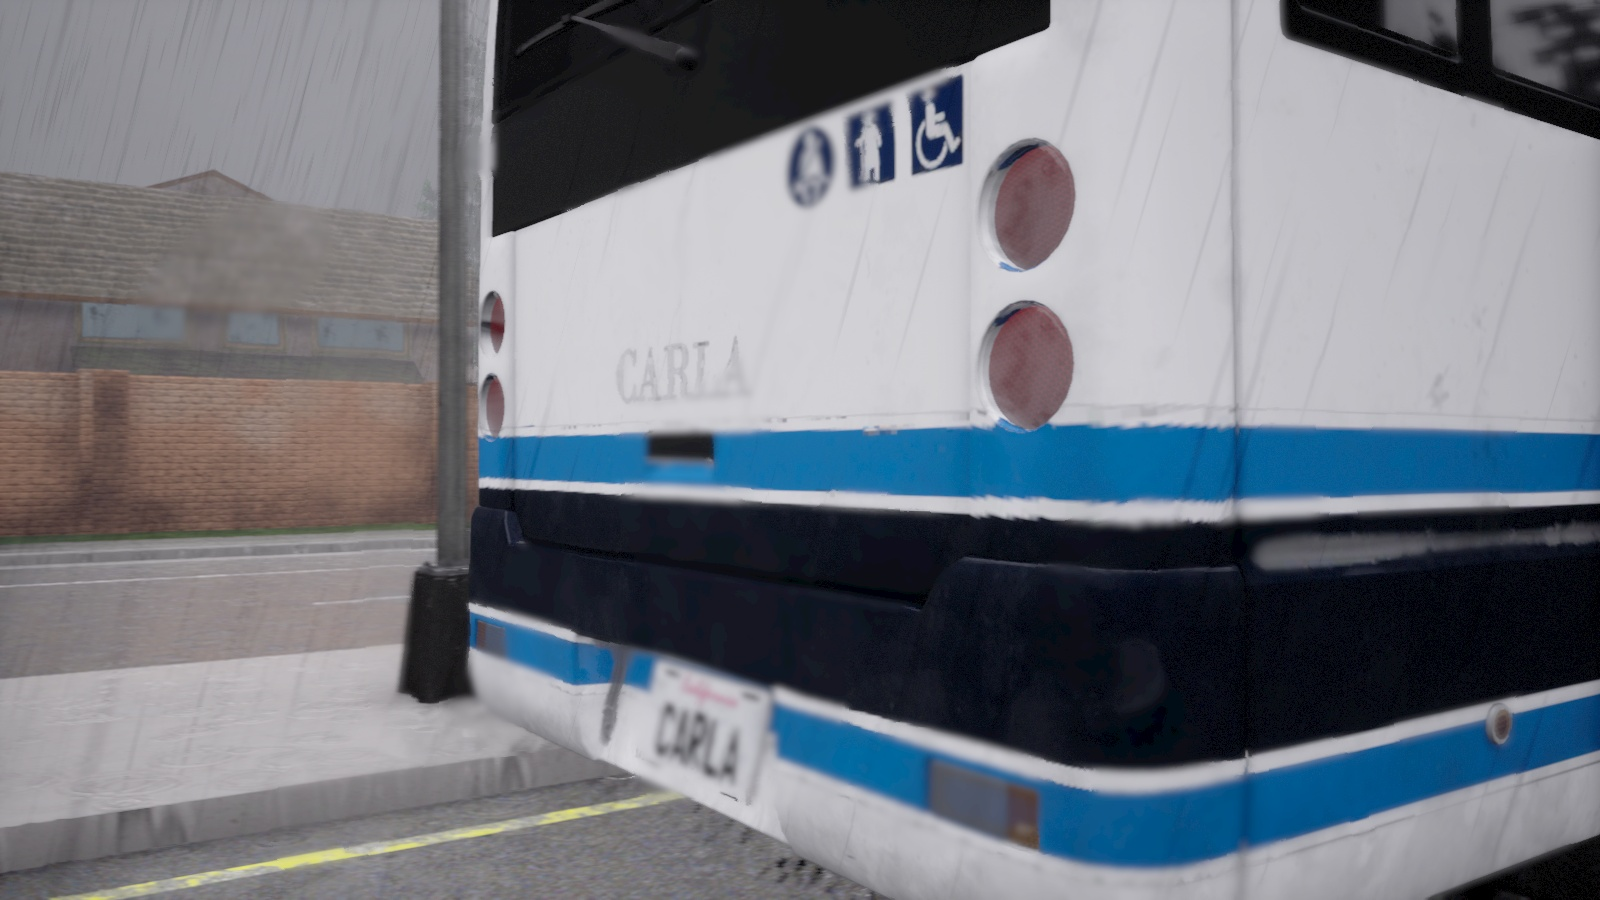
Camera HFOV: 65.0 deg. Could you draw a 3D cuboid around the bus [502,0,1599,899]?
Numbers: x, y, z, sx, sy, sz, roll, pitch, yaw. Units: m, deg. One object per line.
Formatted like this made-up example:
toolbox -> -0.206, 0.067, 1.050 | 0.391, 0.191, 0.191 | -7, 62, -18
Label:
bus -> 4.109, -0.624, 6.524 | 10.273, 4.253, 3.944 | 0, 0, -35
